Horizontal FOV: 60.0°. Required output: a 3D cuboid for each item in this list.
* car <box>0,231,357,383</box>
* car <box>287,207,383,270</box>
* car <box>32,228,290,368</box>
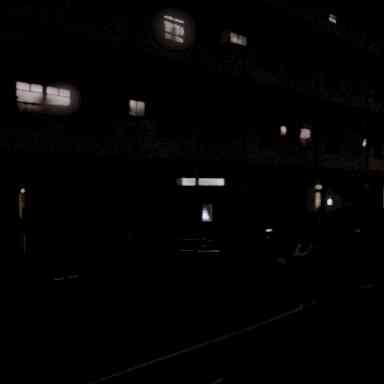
[{"bbox_3d":[-0.905,1.358,2.733,4.553,1.767,2.097,1,0,-35],"label":"car"},{"bbox_3d":[4.228,1.383,9.596,5.009,1.841,2.192,1,-1,-35],"label":"car"},{"bbox_3d":[-0.381,1.569,6.303,4.507,1.381,1.887,1,-1,-35],"label":"car"}]
